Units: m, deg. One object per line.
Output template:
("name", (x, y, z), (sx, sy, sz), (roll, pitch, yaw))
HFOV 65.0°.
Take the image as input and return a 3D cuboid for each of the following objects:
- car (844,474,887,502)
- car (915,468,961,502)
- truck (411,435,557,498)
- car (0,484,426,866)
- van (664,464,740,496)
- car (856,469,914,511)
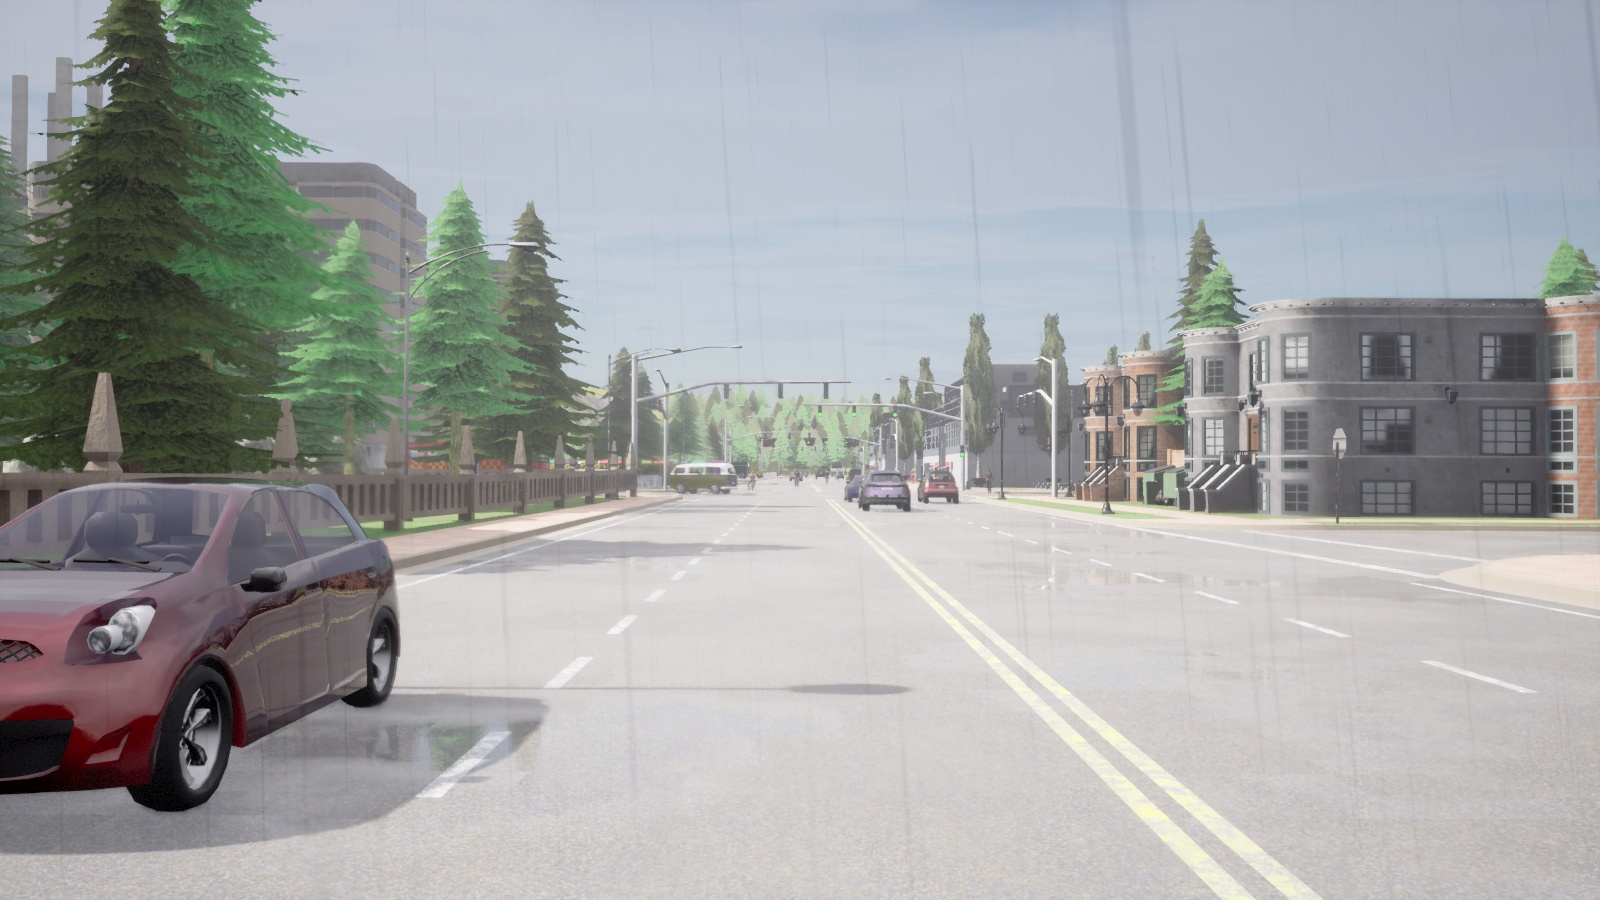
("car", (3.355, 1.951, 64.823), (1.994, 1.385, 4.181), (0, -1, 0))
("car", (6.859, 1.737, 62.751), (1.851, 1.617, 3.988), (0, -1, 0))
("truck", (-19.815, 1.053, 79.054), (8.468, 3.827, 2.891), (0, -1, 0))
("car", (-3.515, 0.958, 6.892), (1.845, 1.501, 3.633), (0, -1, 0))
("van", (-6.386, 1.933, 81.792), (4.480, 2.038, 2.069), (-1, -2, 22))
("car", (3.386, 1.584, 50.895), (2.033, 1.649, 4.856), (0, -1, 0))
